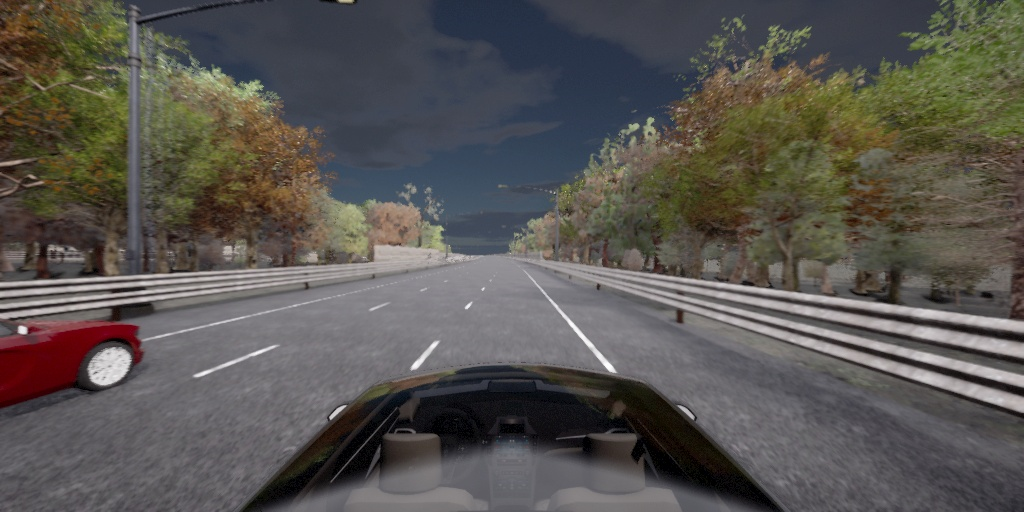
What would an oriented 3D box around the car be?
[{"bbox_3d":[-6.898,1.229,3.727,1.882,1.535,5.008,0,0,0],"label":"car"}]
